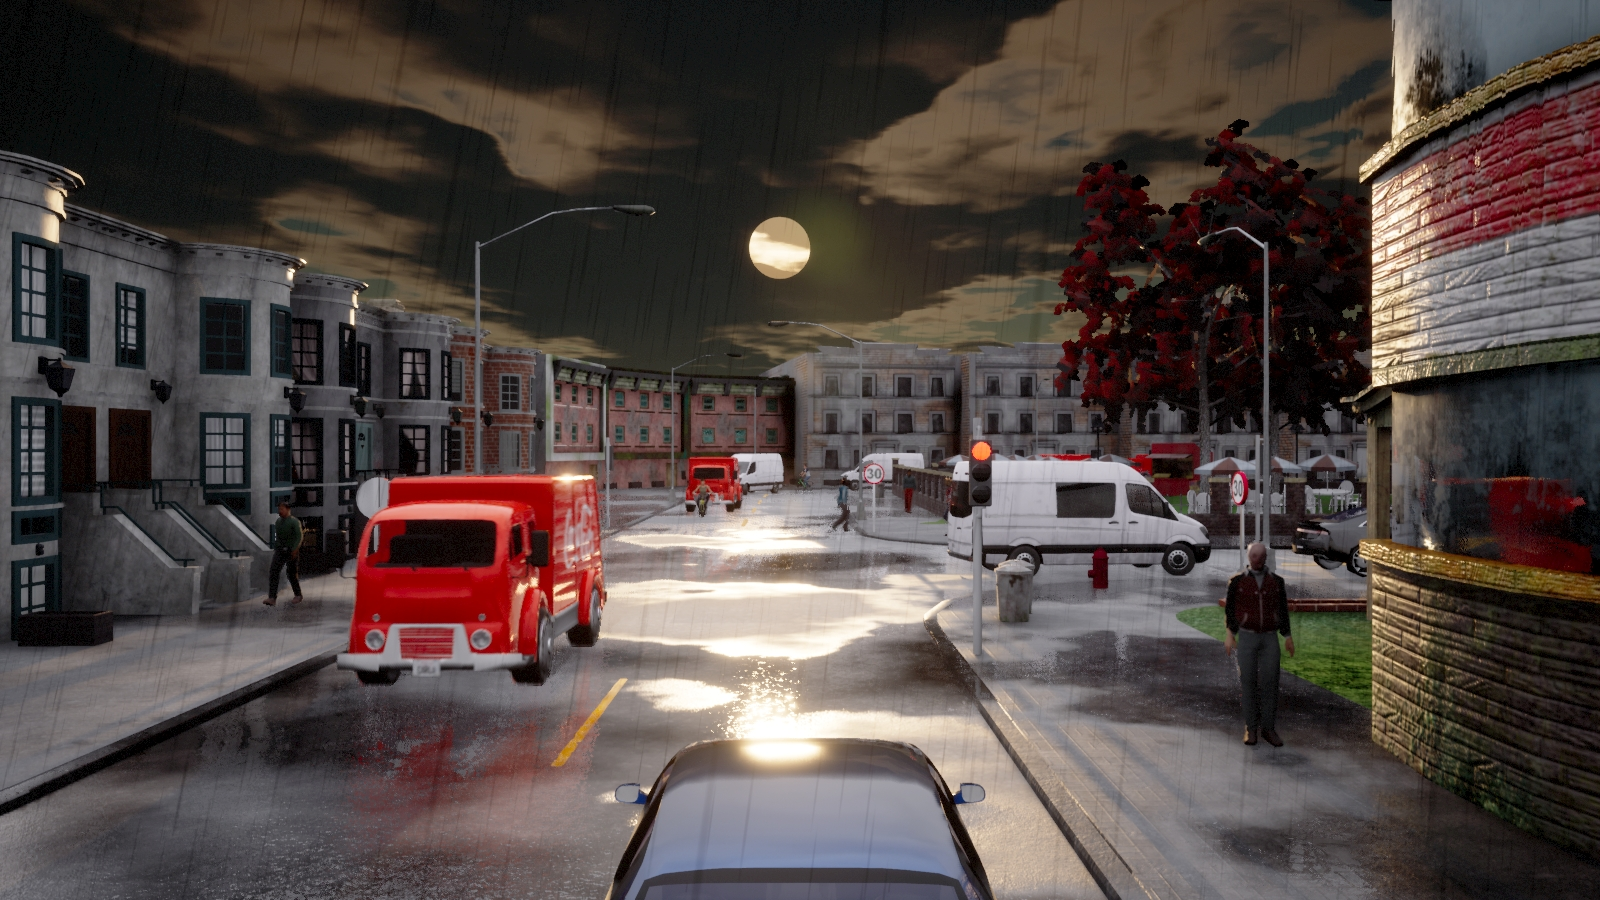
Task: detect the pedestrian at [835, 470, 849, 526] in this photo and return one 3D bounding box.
[{"bbox_3d":[1.405,1.614,38.236,0.375,1.860,0.375,0,0,-18],"label":"pedestrian"}]

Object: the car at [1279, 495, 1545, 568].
[{"bbox_3d":[13.778,1.817,25.951,4.902,1.511,2.128,0,0,-1],"label":"car"}]

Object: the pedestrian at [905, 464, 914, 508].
[{"bbox_3d":[4.563,1.498,47.730,0.375,1.860,0.375,0,0,7],"label":"pedestrian"}]

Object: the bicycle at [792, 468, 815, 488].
[{"bbox_3d":[0.259,1.909,77.024,1.643,1.296,0.373,0,0,-36],"label":"bicycle"}]

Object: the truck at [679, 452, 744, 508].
[{"bbox_3d":[-4.030,1.328,52.854,2.627,2.467,5.204,0,0,0],"label":"truck"}]

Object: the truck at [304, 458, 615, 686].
[{"bbox_3d":[-4.125,1.347,15.043,2.627,2.467,5.204,0,0,-1],"label":"truck"}]

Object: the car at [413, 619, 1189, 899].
[{"bbox_3d":[-0.001,1.884,5.268,2.033,1.411,5.357,0,0,0],"label":"car"}]

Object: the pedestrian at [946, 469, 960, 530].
[{"bbox_3d":[4.679,1.502,34.935,0.375,1.860,0.375,0,0,4],"label":"pedestrian"}]

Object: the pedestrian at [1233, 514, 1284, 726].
[{"bbox_3d":[4.166,1.521,10.387,0.375,1.860,0.375,0,0,12],"label":"pedestrian"}]

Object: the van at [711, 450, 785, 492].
[{"bbox_3d":[-3.214,1.289,72.299,1.988,2.561,5.915,0,0,28],"label":"van"}]

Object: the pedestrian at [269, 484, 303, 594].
[{"bbox_3d":[-8.817,1.518,19.597,0.375,1.860,0.375,0,0,15],"label":"pedestrian"}]

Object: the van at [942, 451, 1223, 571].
[{"bbox_3d":[6.389,1.304,26.031,5.915,2.561,1.988,0,0,-11],"label":"van"}]
